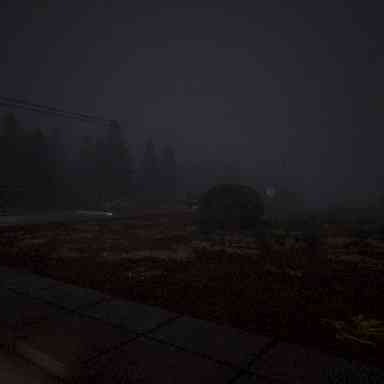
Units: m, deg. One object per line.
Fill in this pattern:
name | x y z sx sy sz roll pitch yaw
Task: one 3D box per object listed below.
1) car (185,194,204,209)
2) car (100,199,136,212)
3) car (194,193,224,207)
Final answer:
car | 1.364 1.248 46.191 2.150 2.045 5.566 0 0 38
car | -8.563 1.552 38.956 1.812 1.442 4.674 0 0 37
car | 2.921 1.253 54.318 2.150 2.045 5.566 0 0 37
